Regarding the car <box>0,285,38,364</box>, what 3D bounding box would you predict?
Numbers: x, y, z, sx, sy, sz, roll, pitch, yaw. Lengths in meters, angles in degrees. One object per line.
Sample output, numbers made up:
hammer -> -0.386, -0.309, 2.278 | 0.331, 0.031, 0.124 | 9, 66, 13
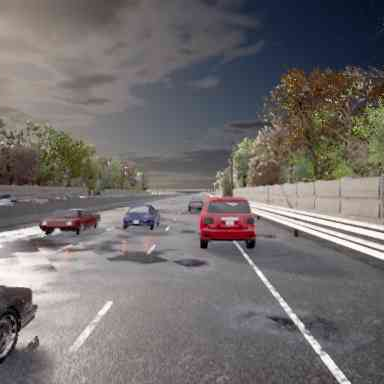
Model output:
car -> -3.366, 1.546, 2.747 | 2.033, 1.411, 5.357 | 0, 0, 1

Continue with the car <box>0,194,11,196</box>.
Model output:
car -> -24.104, 1.235, 40.557 | 2.150, 2.045, 5.566 | 0, 0, 1

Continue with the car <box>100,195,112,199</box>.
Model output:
car -> -20.064, 1.503, 77.694 | 1.837, 1.490, 4.892 | 0, 0, 1

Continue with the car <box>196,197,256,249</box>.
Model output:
car -> 1.404, 1.225, 14.742 | 2.150, 2.045, 5.566 | 0, 0, 1

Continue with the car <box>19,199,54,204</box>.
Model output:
car -> -17.137, 1.560, 38.176 | 2.033, 1.411, 5.357 | 0, 0, 1

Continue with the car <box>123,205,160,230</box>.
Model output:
car -> -3.145, 1.529, 21.156 | 1.812, 1.442, 4.674 | 0, 0, 1

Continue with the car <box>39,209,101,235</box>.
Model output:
car -> -6.673, 1.603, 18.804 | 1.895, 1.301, 4.718 | 0, 0, 1

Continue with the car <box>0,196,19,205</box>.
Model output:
car -> -20.647, 1.538, 37.075 | 1.812, 1.442, 4.674 | 0, 0, 1

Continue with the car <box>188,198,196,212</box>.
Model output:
car -> 0.527, 1.505, 39.175 | 2.128, 1.511, 4.902 | 0, 0, 1

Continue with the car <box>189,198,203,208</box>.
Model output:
car -> 0.602, 1.586, 49.602 | 1.994, 1.385, 4.181 | 0, 0, 1
